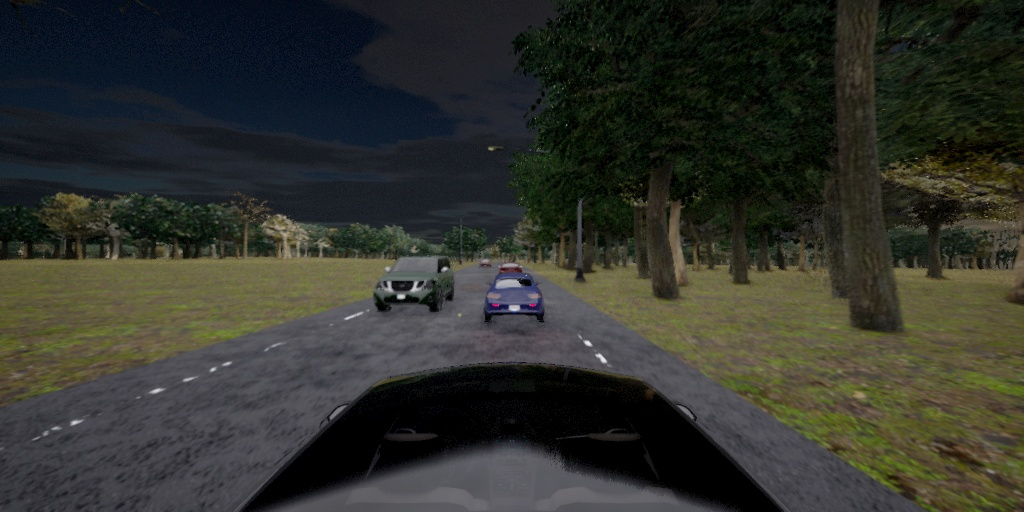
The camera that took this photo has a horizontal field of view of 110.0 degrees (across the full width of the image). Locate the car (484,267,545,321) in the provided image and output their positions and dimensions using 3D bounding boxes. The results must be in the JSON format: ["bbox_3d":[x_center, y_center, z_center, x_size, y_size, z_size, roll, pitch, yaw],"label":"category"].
[{"bbox_3d":[0.062,1.282,12.282,1.812,1.442,4.674,0,0,0],"label":"car"}]

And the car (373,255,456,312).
[{"bbox_3d":[-3.656,0.979,14.524,2.150,2.045,5.566,0,0,0],"label":"car"}]

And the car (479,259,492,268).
[{"bbox_3d":[-4.329,1.199,59.063,1.882,1.535,5.008,0,0,-2],"label":"car"}]

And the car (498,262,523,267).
[{"bbox_3d":[-0.125,1.232,30.117,1.882,1.535,5.008,0,0,-1],"label":"car"}]
